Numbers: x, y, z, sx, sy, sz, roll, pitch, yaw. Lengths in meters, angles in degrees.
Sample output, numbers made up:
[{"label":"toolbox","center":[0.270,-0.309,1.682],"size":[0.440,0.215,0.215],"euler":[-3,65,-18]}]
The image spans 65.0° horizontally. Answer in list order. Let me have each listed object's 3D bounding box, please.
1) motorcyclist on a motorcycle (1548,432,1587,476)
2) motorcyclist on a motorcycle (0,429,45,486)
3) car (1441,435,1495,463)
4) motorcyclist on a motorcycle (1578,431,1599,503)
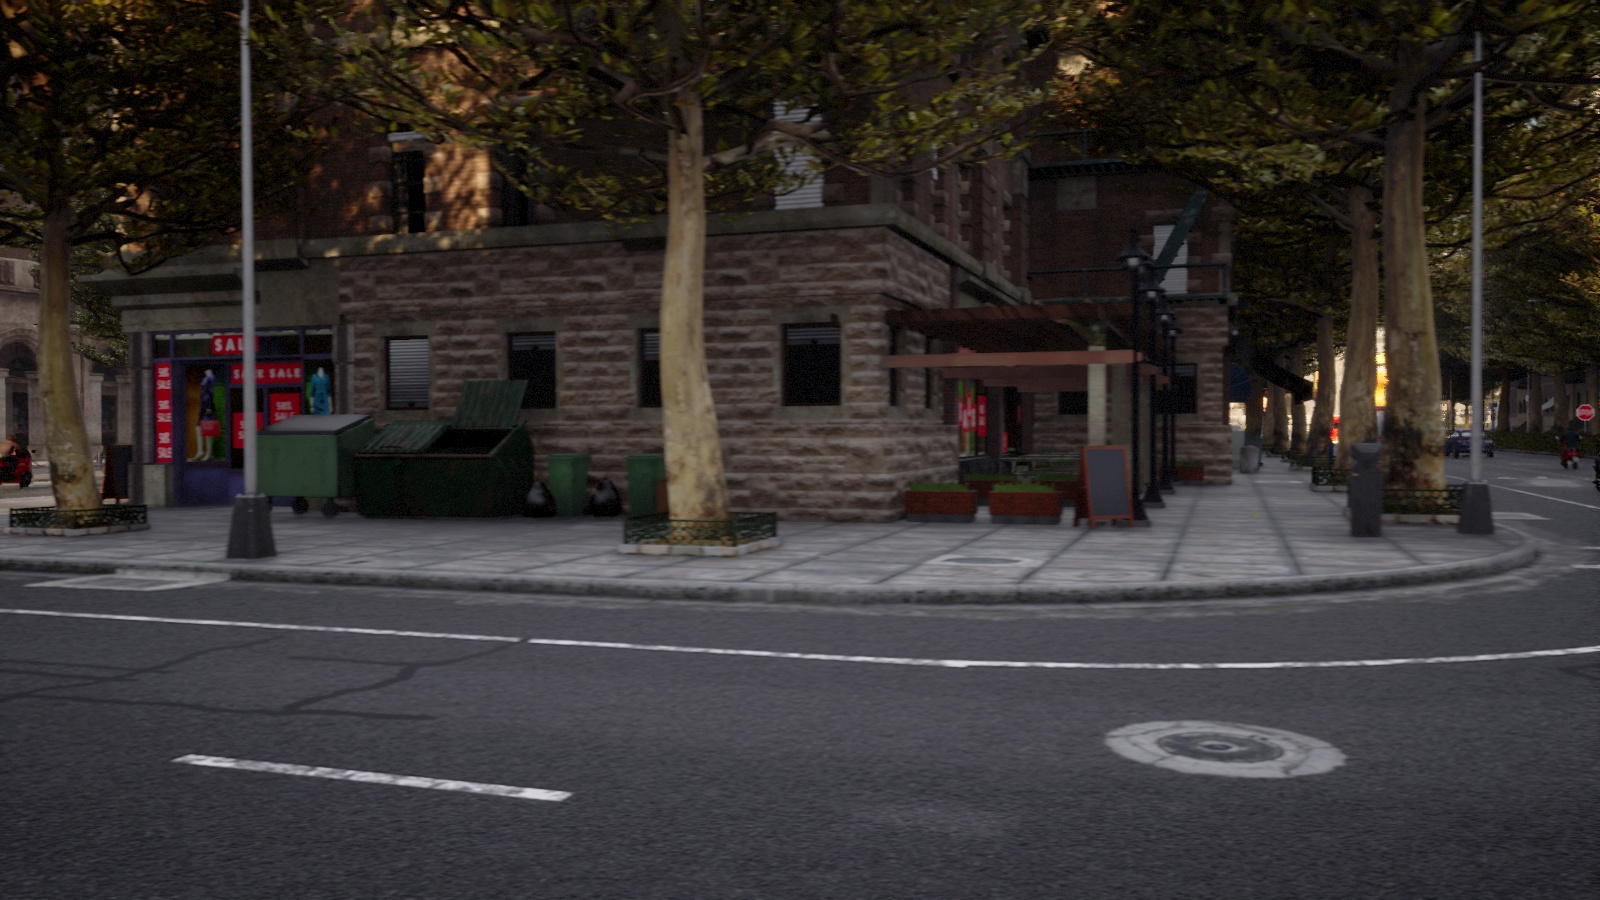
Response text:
[{"label":"motorcyclist on a motorcycle","center":[28.572,0.138,46.772],"size":[0.866,1.590,1.817],"euler":[1,1,19]},{"label":"motorcyclist on a motorcycle","center":[-21.769,0.175,34.560],"size":[0.797,1.523,2.044],"euler":[0,1,-1]},{"label":"car","center":[35.271,-0.079,66.404],"size":[1.812,1.442,4.674],"euler":[1,1,19]},{"label":"motorcyclist on a motorcycle","center":[18.933,0.378,29.330],"size":[0.766,1.649,2.350],"euler":[1,1,19]}]
